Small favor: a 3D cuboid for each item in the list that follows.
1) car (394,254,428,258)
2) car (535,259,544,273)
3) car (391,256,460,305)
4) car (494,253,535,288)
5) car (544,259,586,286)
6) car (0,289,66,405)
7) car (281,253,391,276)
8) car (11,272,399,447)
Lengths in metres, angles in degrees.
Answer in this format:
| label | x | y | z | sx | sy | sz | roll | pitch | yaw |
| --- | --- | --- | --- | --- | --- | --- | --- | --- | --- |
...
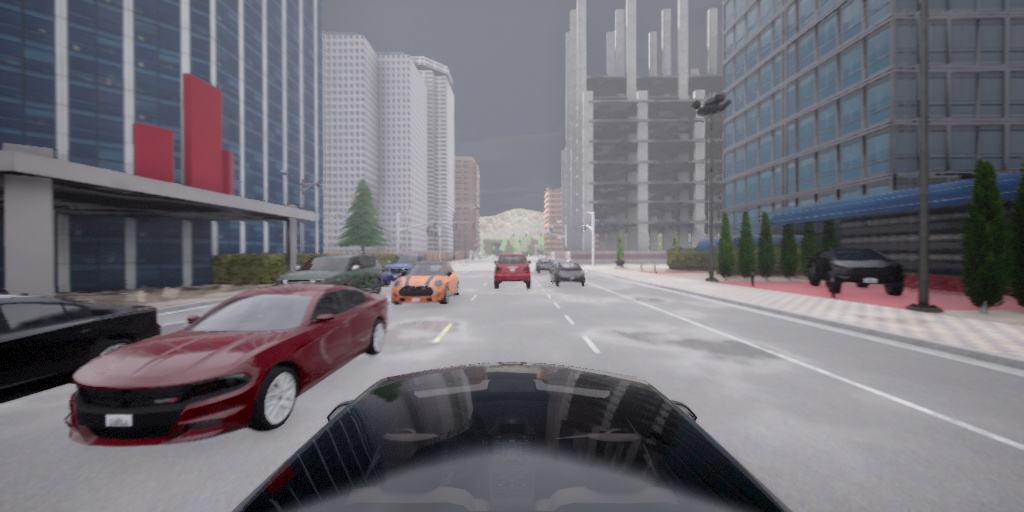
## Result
| label | x | y | z | sx | sy | sz | roll | pitch | yaw |
| --- | --- | --- | --- | --- | --- | --- | --- | --- | --- |
| car | -7.028 | 0.870 | 24.527 | 2.150 | 2.045 | 5.566 | 0 | 0 | 1 |
| car | 3.545 | 1.016 | 39.463 | 2.128 | 1.511 | 4.902 | 0 | 0 | 0 |
| car | -3.587 | 1.037 | 15.623 | 2.097 | 1.767 | 4.553 | 0 | 0 | 0 |
| car | 0.039 | 0.854 | 22.382 | 2.150 | 2.045 | 5.566 | 0 | 0 | 0 |
| car | 3.548 | 1.107 | 23.514 | 2.128 | 1.511 | 4.902 | 0 | 0 | 0 |
| car | -7.099 | 1.240 | 4.160 | 1.882 | 1.535 | 5.008 | 0 | 0 | 0 |
| car | -7.008 | 0.911 | 14.389 | 2.150 | 2.045 | 5.566 | 0 | 0 | 0 |
| car | -3.599 | 1.218 | 5.774 | 1.882 | 1.535 | 5.008 | 0 | 0 | 0 |
